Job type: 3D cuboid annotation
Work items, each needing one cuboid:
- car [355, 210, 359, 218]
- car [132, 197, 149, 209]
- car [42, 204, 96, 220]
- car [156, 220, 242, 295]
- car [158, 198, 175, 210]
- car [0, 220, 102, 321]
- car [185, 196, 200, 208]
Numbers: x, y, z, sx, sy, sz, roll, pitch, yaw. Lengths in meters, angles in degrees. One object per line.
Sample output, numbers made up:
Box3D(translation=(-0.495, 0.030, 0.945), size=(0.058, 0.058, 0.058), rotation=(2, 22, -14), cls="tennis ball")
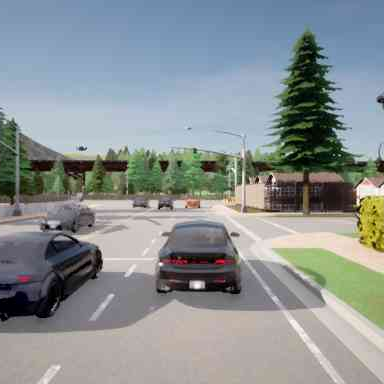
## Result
Box3D(translation=(14.852, 1.473, 25.005), size=(4.892, 1.490, 1.837), rotation=(0, 0, -1), cls="car")
Box3D(translation=(-7.058, 1.519, 46.077), size=(1.837, 1.490, 4.892), rotation=(0, 0, 1), cls="car")
Box3D(translation=(-7.107, 1.497, 19.496), size=(2.128, 1.511, 4.902), rotation=(0, 0, 0), cls="car")
Box3D(translation=(0.210, 1.508, 8.767), size=(1.837, 1.490, 4.892), rotation=(0, 0, 3), cls="car")
Box3D(translation=(-3.413, 1.517, 43.691), size=(1.837, 1.490, 4.892), rotation=(0, 0, 0), cls="car")
Box3D(translation=(-3.420, 1.566, 7.394), size=(1.994, 1.385, 4.181), rotation=(0, 0, 0), cls="car")
Box3D(translation=(0.112, 1.365, 47.569), size=(2.097, 1.767, 4.553), rotation=(0, 0, 0), cls="car")
